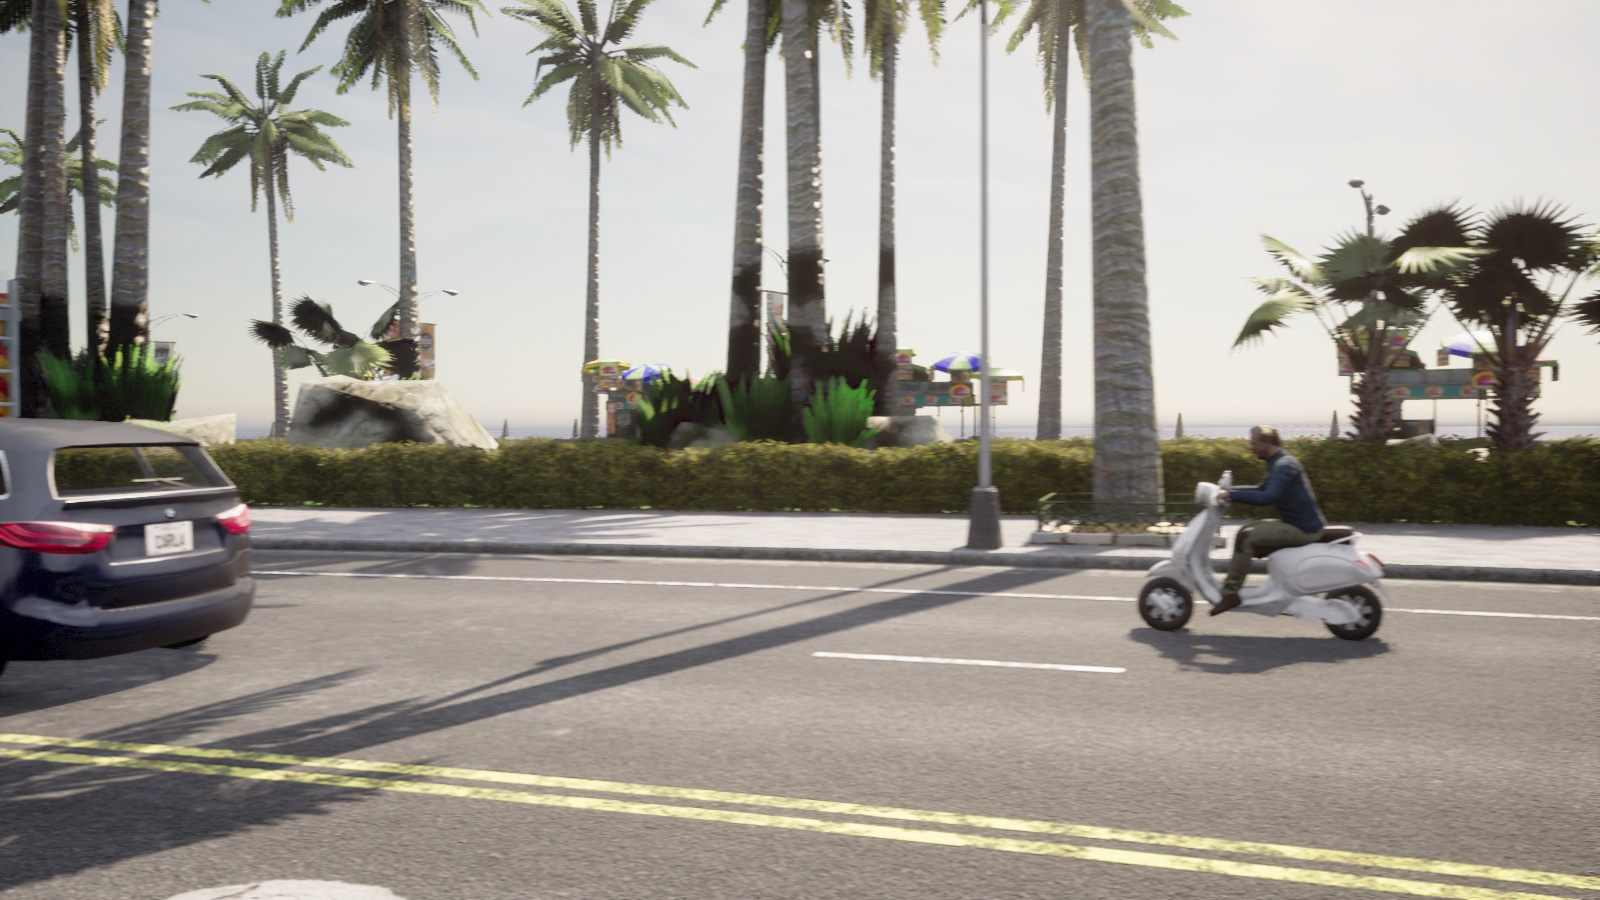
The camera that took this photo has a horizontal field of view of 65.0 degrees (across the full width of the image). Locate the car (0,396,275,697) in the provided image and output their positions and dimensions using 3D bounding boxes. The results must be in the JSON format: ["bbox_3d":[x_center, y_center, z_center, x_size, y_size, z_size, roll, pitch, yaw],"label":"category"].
[{"bbox_3d":[-6.328,0.504,8.590,4.611,1.667,2.242,0,1,13],"label":"car"}]

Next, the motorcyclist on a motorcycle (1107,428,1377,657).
[{"bbox_3d":[3.295,0.632,9.451,1.817,1.590,0.866,1,1,20],"label":"motorcyclist on a motorcycle"}]
